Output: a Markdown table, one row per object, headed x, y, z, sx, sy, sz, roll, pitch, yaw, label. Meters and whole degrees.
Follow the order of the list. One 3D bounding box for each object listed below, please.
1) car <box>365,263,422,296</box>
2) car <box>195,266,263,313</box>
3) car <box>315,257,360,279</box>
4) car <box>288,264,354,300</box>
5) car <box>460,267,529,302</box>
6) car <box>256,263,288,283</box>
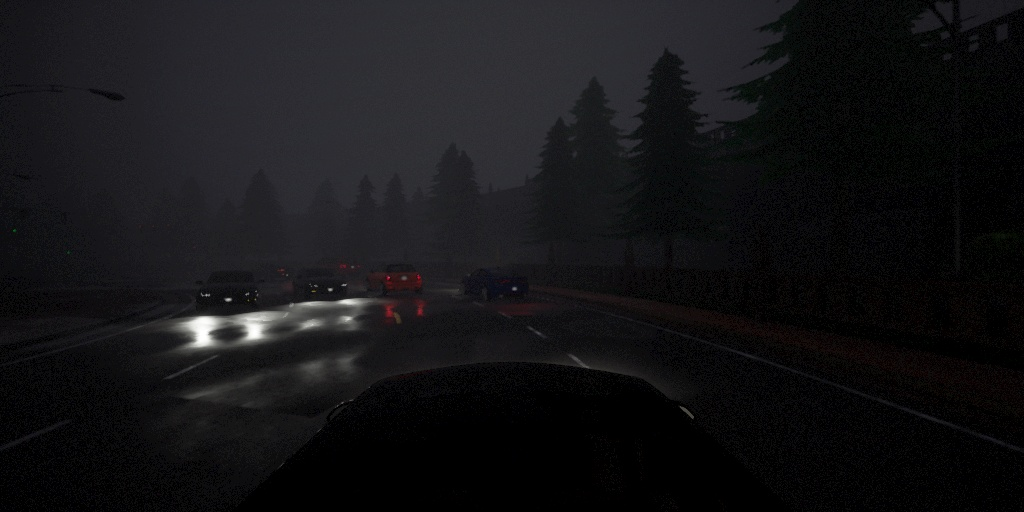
| x | y | z | sx | sy | sz | roll | pitch | yaw | label |
| --- | --- | --- | --- | --- | --- | --- | --- | --- | --- |
| -6.754 | 1.169 | 20.177 | 2.097 | 1.767 | 4.553 | 0 | 0 | -35 | car |
| -11.443 | 1.311 | 14.706 | 1.837 | 1.490 | 4.892 | 1 | -1 | -35 | car |
| -16.498 | 1.090 | 33.014 | 5.566 | 2.045 | 2.150 | 0 | -1 | 28 | car |
| -9.982 | 1.321 | 18.535 | 1.837 | 1.490 | 4.892 | 1 | -1 | -40 | car |
| -1.015 | 1.278 | 17.660 | 1.882 | 1.535 | 5.008 | 0 | 0 | -27 | car |
| -21.222 | 1.375 | 31.233 | 4.892 | 1.490 | 1.837 | 0 | -1 | 23 | car |
